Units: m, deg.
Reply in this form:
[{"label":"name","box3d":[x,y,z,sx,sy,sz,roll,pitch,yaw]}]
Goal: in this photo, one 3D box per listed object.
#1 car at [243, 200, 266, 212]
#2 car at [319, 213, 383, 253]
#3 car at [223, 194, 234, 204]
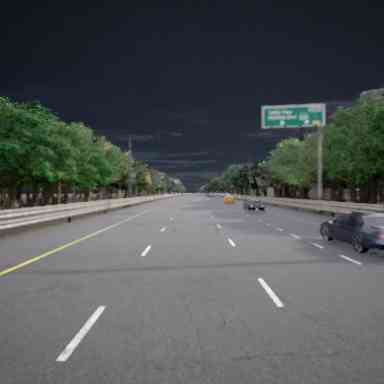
[{"label":"car","box3d":[7.058,1.583,38.309,1.895,1.301,4.718,0,0,0]},{"label":"car","box3d":[7.007,1.546,13.547,2.033,1.411,5.357,0,0,0]},{"label":"car","box3d":[7.114,1.445,64.845,1.882,1.535,5.008,0,0,0]}]
